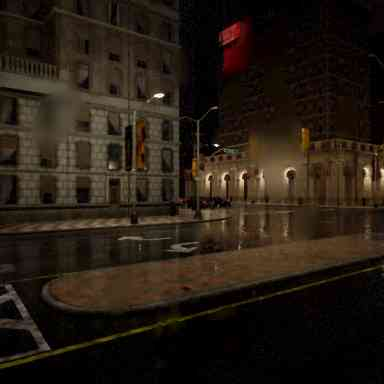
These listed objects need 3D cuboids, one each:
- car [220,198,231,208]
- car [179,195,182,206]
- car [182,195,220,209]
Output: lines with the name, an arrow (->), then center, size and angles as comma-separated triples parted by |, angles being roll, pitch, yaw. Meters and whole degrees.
car -> 3.490, 1.477, 47.792 | 1.882, 1.535, 5.008 | 0, 0, -36
car -> -2.256, 1.352, 55.888 | 2.097, 1.767, 4.553 | 0, 0, -35
car -> 1.196, 1.352, 44.987 | 2.097, 1.767, 4.553 | 0, 0, -35
